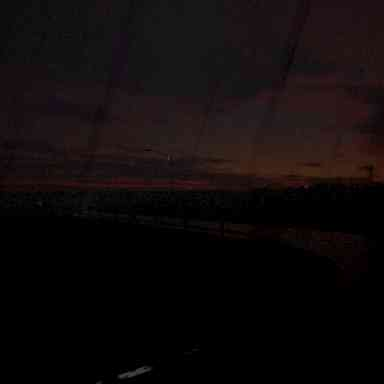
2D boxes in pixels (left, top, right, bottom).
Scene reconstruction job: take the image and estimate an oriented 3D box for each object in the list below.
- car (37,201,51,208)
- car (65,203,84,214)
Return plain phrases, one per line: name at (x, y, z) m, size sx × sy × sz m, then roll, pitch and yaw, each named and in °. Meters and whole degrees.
car at (-35.729, 3.200, 81.491) m, size 2.033 × 1.411 × 5.357 m, roll 0°, pitch -1°, yaw -35°
car at (-17.925, 2.455, 50.761) m, size 2.128 × 1.511 × 4.902 m, roll 0°, pitch -1°, yaw -35°
